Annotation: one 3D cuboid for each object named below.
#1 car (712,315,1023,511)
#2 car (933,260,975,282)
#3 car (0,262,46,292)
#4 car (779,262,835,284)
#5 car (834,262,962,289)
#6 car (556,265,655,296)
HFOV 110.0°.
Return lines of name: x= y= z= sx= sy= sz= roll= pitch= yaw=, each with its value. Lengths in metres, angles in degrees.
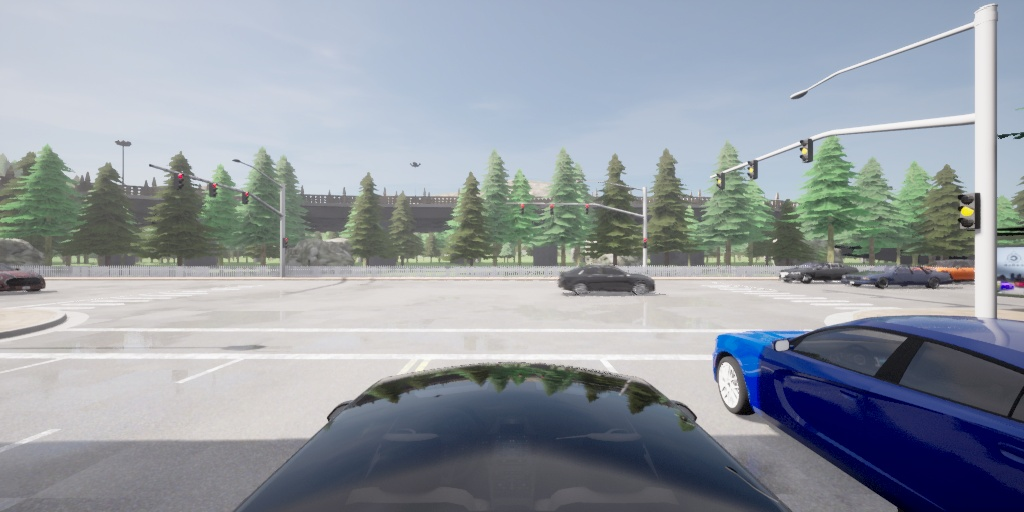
car: x=3.641 y=1.228 z=2.940 sx=1.882 sy=1.535 sz=5.008 roll=0 pitch=0 yaw=2
car: x=30.842 y=1.046 z=25.358 sx=4.553 sy=1.767 sz=2.097 roll=0 pitch=0 yaw=2
car: x=-27.080 y=1.047 z=18.309 sx=4.553 sy=1.767 sz=2.097 roll=0 pitch=0 yaw=-1
car: x=21.751 y=1.186 z=25.510 sx=4.902 sy=1.511 sz=2.128 roll=0 pitch=0 yaw=0
car: x=23.559 y=1.242 z=22.025 sx=5.357 sy=1.411 sz=2.033 roll=0 pitch=0 yaw=0
car: x=4.749 y=1.219 z=18.344 sx=4.892 sy=1.490 sz=1.837 roll=0 pitch=0 yaw=0
